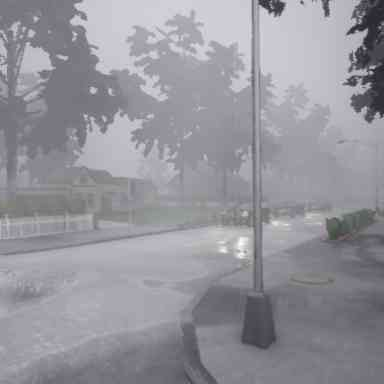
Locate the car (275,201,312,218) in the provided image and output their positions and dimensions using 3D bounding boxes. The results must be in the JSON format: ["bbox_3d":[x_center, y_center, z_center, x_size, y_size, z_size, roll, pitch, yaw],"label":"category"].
[{"bbox_3d":[9.188,1.592,31.157,2.128,1.511,4.902,-1,0,35],"label":"car"}]

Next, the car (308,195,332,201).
[{"bbox_3d":[33.238,1.545,86.503,5.357,1.415,2.033,-1,0,35],"label":"car"}]

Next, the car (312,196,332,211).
[{"bbox_3d":[15.196,1.591,39.540,2.128,1.511,4.902,-1,0,36],"label":"car"}]

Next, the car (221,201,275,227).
[{"bbox_3d":[3.886,1.454,23.728,2.097,1.767,4.553,-1,0,35],"label":"car"}]
